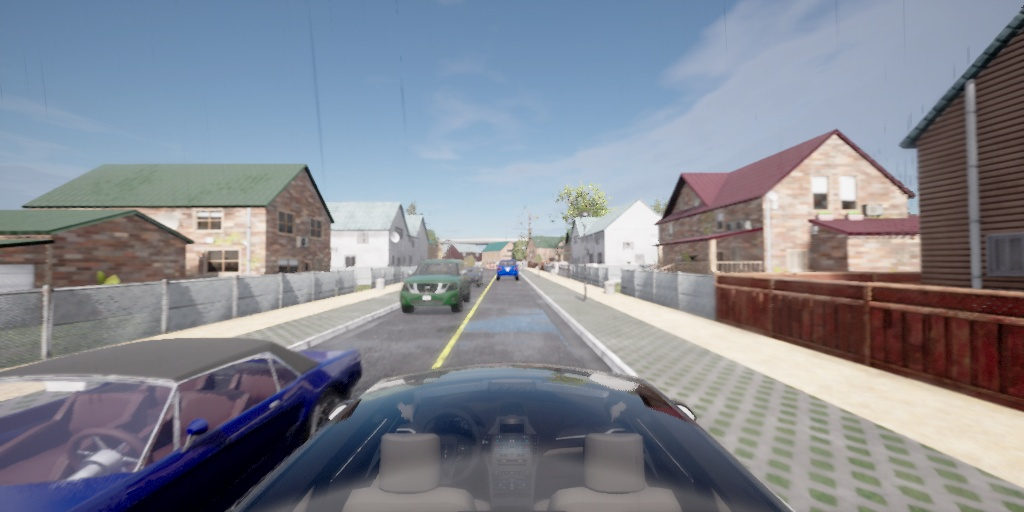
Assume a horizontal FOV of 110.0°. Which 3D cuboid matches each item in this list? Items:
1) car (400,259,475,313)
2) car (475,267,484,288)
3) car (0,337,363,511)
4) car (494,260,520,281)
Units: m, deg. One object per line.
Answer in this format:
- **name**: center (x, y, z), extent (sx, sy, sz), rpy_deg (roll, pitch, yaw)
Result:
- **car**: center (-3.040, 1.155, 15.351), extent (2.150, 2.045, 5.566), rpy_deg (0, -1, -1)
- **car**: center (-3.204, 1.581, 27.569), extent (1.837, 1.490, 4.892), rpy_deg (0, -1, -1)
- **car**: center (-2.819, 1.378, 2.392), extent (1.895, 1.301, 4.718), rpy_deg (0, -1, -1)
- **car**: center (-0.419, 1.373, 35.739), extent (2.150, 2.045, 5.566), rpy_deg (0, -1, -1)
